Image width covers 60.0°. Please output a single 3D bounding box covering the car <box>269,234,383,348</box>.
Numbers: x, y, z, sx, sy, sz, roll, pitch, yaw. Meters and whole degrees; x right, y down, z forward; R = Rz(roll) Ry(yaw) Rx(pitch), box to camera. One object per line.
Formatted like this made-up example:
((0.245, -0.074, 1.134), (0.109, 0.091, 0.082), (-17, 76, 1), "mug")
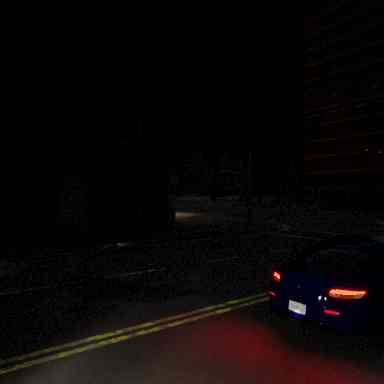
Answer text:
((3.421, 1.525, 6.208), (4.674, 1.442, 1.812), (0, 0, -35), "car")
